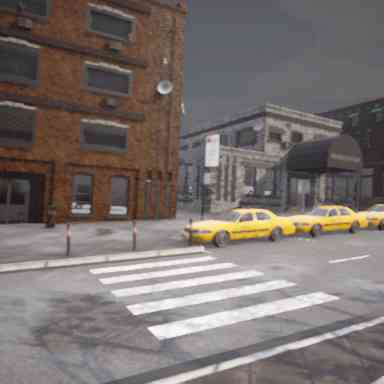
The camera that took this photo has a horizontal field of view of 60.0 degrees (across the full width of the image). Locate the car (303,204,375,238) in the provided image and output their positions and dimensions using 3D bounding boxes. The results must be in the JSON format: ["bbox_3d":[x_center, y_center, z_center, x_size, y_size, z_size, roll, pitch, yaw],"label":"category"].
[{"bbox_3d":[6.939,1.403,17.431,5.366,1.575,1.946,0,0,-30],"label":"car"}]

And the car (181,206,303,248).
[{"bbox_3d":[2.150,1.423,14.680,5.366,1.575,1.946,0,0,-30],"label":"car"}]

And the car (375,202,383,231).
[{"bbox_3d":[11.724,1.385,20.193,5.366,1.575,1.946,0,0,-30],"label":"car"}]
